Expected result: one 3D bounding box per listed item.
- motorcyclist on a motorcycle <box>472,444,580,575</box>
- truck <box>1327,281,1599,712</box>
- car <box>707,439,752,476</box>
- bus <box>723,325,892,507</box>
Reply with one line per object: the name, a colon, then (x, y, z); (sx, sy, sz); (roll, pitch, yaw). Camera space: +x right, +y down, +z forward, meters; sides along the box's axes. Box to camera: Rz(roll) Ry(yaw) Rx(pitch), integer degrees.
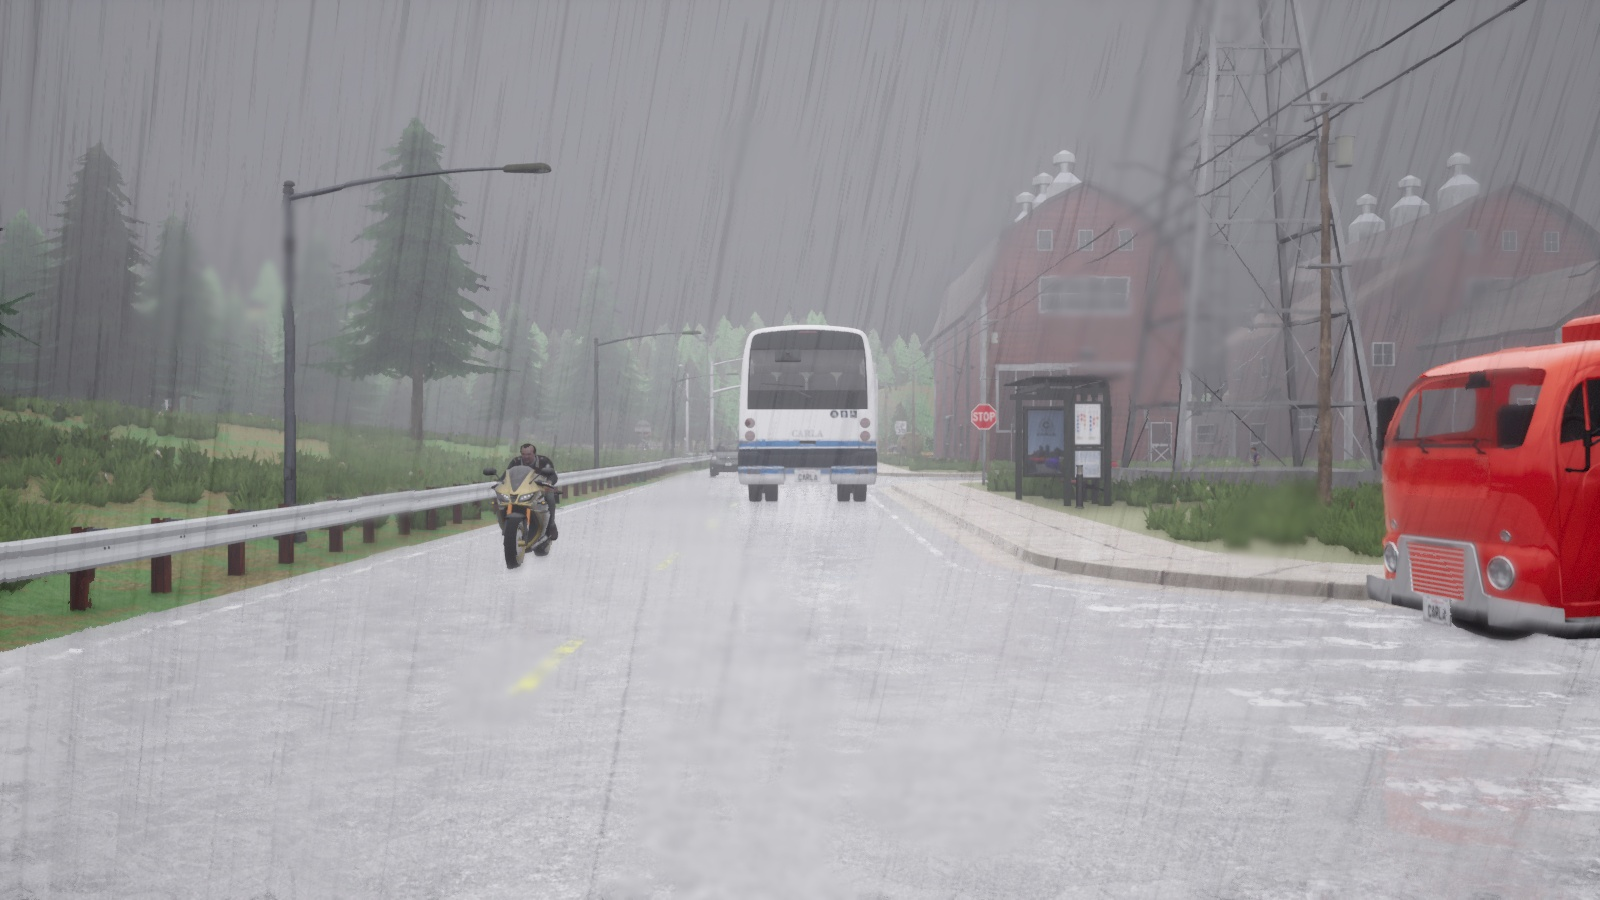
motorcyclist on a motorcycle: (-3.398, 0.690, 15.786); (0.866, 1.530, 2.191); (0, 0, 0)
truck: (6.884, 0.195, 8.837); (5.204, 2.467, 2.627); (-1, 1, -8)
car: (-3.126, 0.323, 56.460); (1.851, 1.617, 3.988); (0, 0, -1)
bus: (0.206, -0.824, 34.442); (3.944, 4.253, 10.273); (0, 0, 0)
